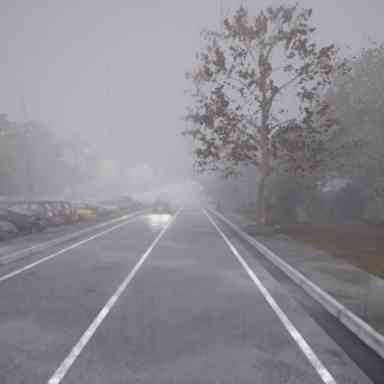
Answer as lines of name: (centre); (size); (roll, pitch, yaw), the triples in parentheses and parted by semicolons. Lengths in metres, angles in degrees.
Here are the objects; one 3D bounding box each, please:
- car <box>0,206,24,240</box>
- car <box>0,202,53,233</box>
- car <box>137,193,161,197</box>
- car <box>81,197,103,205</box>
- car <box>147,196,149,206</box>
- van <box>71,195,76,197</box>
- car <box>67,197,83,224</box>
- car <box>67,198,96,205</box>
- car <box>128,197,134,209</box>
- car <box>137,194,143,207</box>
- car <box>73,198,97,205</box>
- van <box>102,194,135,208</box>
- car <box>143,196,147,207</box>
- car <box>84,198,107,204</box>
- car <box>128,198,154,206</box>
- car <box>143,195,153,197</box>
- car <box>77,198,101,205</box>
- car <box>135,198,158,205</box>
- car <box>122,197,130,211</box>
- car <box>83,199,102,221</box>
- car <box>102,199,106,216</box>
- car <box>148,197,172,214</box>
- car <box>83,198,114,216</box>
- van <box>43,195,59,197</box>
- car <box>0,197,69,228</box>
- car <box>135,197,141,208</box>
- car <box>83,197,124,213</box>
car: (-10.318, 1.492, 14.551); (4.674, 1.452, 2.002); (0, 0, 0)
car: (-10.309, 1.474, 17.327); (5.008, 1.535, 2.097); (0, 0, 0)
car: (-10.327, 1.828, 72.841); (5.566, 2.045, 2.435); (0, -1, 0)
car: (-23.408, 2.045, 78.270); (4.553, 1.767, 2.185); (0, -1, 0)
car: (-10.488, 1.806, 56.185); (5.366, 1.575, 1.946); (0, -1, 0)
van: (-23.499, 1.622, 58.886); (4.442, 1.987, 1.878); (0, -1, 0)
car: (-10.281, 1.394, 22.880); (4.553, 1.767, 2.185); (0, 0, 0)
car: (-23.193, 2.030, 70.083); (5.366, 1.575, 1.946); (0, -1, 0)
car: (-10.278, 1.705, 42.312); (4.792, 1.488, 2.163); (0, 0, 0)
car: (-10.336, 1.620, 50.639); (4.553, 1.767, 2.185); (0, -1, 0)
car: (-23.375, 2.120, 72.853); (4.674, 1.452, 2.002); (0, -1, 0)
van: (-10.423, 1.472, 45.090); (4.442, 1.987, 1.878); (0, 0, 0)
car: (-10.298, 1.775, 53.417); (4.892, 1.521, 2.231); (0, -1, 0)
car: (-23.370, 2.216, 81.039); (5.008, 1.535, 2.097); (0, -1, 0)
car: (-10.306, 1.988, 67.285); (4.892, 1.521, 2.231); (0, -1, 0)
car: (-10.117, 1.844, 58.837); (5.366, 1.575, 1.946); (0, -1, 0)
car: (-23.348, 2.155, 75.623); (4.792, 1.488, 2.163); (0, -1, 0)
car: (-10.303, 2.126, 75.613); (5.008, 1.535, 2.097); (0, -1, 0)
car: (-10.279, 1.683, 39.536); (4.792, 1.488, 2.163); (0, 0, 0)
car: (-10.126, 1.539, 25.656); (5.366, 1.575, 1.946); (0, 0, 0)
car: (-10.305, 1.565, 28.432); (4.892, 1.521, 2.231); (0, 0, 0)
car: (-3.389, 1.633, 37.832); (2.128, 1.511, 4.902); (0, -1, 0)
car: (-10.317, 1.587, 31.208); (4.892, 1.521, 2.231); (0, 0, 0)
van: (-23.276, 1.520, 50.722); (4.442, 1.987, 1.878); (0, -1, 0)
car: (-10.282, 1.371, 20.105); (4.553, 1.767, 2.185); (0, 0, 0)
car: (-10.335, 1.750, 47.865); (4.792, 1.488, 2.163); (0, 0, 0)
car: (-10.124, 1.606, 33.984); (5.366, 1.575, 1.946); (0, 0, 0)
